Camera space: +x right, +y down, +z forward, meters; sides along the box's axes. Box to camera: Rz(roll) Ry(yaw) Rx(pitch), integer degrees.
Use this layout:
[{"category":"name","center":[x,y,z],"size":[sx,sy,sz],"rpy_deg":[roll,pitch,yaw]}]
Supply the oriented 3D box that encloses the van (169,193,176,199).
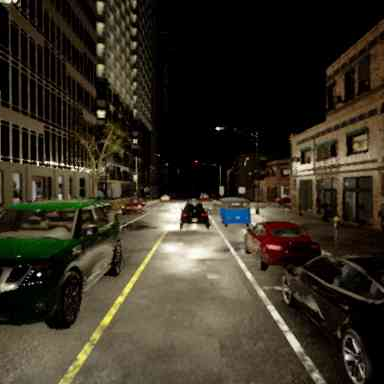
[{"category":"van","center":[-5.440,1.105,93.261],"size":[1.690,1.788,3.998],"rpy_deg":[-1,0,0]}]

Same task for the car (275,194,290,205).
[{"category":"car","center":[16.666,1.275,55.930],"size":[5.009,1.841,2.192],"rpy_deg":[1,1,1]}]

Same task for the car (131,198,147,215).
[{"category":"car","center":[-5.622,1.356,32.737],"size":[1.967,1.590,4.097],"rpy_deg":[-1,0,0]}]

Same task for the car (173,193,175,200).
[{"category":"car","center":[-5.478,1.372,76.329],"size":[1.947,1.339,4.313],"rpy_deg":[-1,0,0]}]

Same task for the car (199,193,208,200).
[{"category":"car","center":[2.893,1.092,87.541],"size":[2.192,1.841,5.009],"rpy_deg":[-1,0,0]}]

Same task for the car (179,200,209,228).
[{"category":"car","center":[0.160,1.469,21.652],"size":[1.812,1.442,4.674],"rpy_deg":[0,0,0]}]

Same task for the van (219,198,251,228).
[{"category":"van","center":[2.729,1.285,21.633],"size":[1.690,1.788,3.998],"rpy_deg":[-1,0,0]}]

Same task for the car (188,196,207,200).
[{"category":"car","center":[0.189,1.456,35.290],"size":[2.033,1.411,5.357],"rpy_deg":[0,0,0]}]

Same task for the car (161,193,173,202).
[{"category":"car","center":[-5.664,1.346,70.515],"size":[1.752,1.417,4.829],"rpy_deg":[-1,0,0]}]

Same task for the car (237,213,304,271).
[{"category":"car","center":[2.706,1.554,10.565],"size":[1.802,1.307,4.206],"rpy_deg":[-1,0,0]}]

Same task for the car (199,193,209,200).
[{"category":"car","center":[2.867,1.245,76.253],"size":[1.967,1.590,4.097],"rpy_deg":[-1,0,0]}]

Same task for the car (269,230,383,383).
[{"category":"car","center":[2.692,1.552,5.030],"size":[1.947,1.339,4.313],"rpy_deg":[-1,0,0]}]

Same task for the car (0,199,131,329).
[{"category":"car","center":[-3.032,1.205,7.288],"size":[2.150,2.045,5.566],"rpy_deg":[0,0,1]}]

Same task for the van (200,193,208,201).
[{"category":"van","center":[2.879,1.132,81.897],"size":[1.690,1.788,3.998],"rpy_deg":[-1,0,0]}]
